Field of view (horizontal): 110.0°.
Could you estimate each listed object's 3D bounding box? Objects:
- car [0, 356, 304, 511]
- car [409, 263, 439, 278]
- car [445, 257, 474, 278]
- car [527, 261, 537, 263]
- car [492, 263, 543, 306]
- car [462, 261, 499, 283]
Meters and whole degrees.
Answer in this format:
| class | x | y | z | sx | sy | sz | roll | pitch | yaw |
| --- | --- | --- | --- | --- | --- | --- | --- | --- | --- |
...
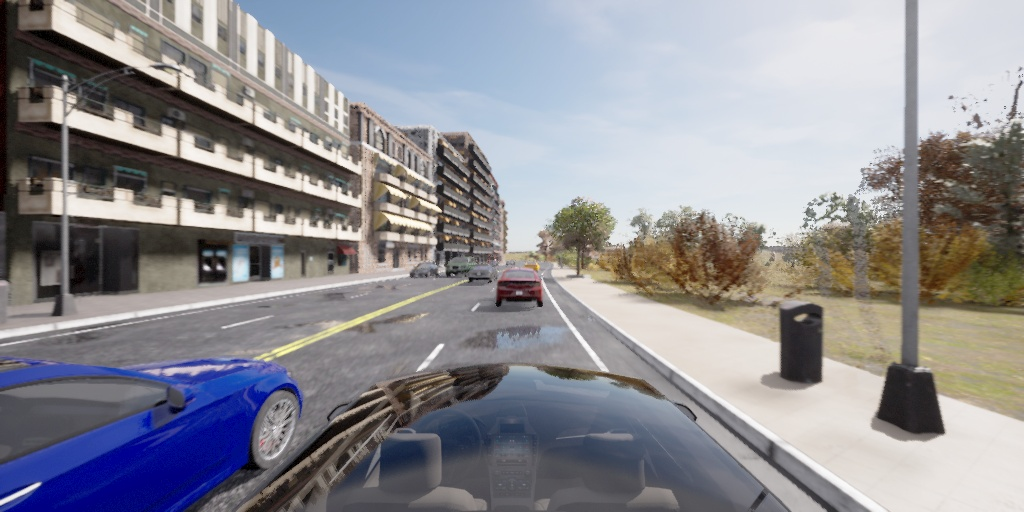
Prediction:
| class | x | y | z | sx | sy | sz | roll | pitch | yaw |
| --- | --- | --- | --- | --- | --- | --- | --- | --- | --- |
| car | -3.130 | 1.267 | 1.881 | 1.812 | 1.442 | 4.674 | 0 | 0 | 0 |
| car | -8.491 | 1.380 | 35.113 | 1.812 | 1.442 | 4.674 | 0 | 0 | 5 |
| car | -5.122 | 1.097 | 36.470 | 2.150 | 2.045 | 5.566 | 0 | -1 | 5 |
| car | 2.698 | 1.448 | 48.078 | 1.882 | 1.535 | 5.008 | 0 | 0 | 6 |
| car | 0.364 | 1.276 | 16.222 | 1.882 | 1.535 | 5.008 | 0 | 0 | 2 |
| car | -2.275 | 1.392 | 28.893 | 2.033 | 1.411 | 5.357 | 0 | 0 | 4 |
